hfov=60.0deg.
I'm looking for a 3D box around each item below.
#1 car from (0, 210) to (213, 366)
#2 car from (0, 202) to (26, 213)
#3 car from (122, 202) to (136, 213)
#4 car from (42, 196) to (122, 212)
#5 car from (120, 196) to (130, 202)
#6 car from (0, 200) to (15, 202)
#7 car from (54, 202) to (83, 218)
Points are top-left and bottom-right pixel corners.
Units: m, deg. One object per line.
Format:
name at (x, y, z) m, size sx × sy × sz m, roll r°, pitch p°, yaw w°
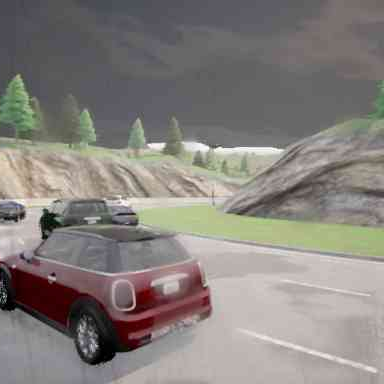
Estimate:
car at (-1.878, 1.391, 6.183) m, size 4.553 × 1.767 × 2.097 m, roll 0°, pitch -1°, yaw 42°
car at (-14.495, 1.727, 26.424) m, size 1.895 × 1.301 × 4.718 m, roll 0°, pitch 0°, yaw -17°
car at (-4.907, 1.627, 21.382) m, size 2.128 × 1.511 × 4.902 m, roll 0°, pitch 0°, yaw -29°
car at (-5.509, 1.311, 15.500) m, size 2.150 × 2.045 × 5.566 m, roll 0°, pitch 0°, yaw -35°
car at (-9.511, 1.494, 43.274) m, size 2.150 × 2.045 × 5.566 m, roll 0°, pitch 0°, yaw 4°
car at (-20.046, 1.649, 36.242) m, size 1.882 × 1.535 × 5.008 m, roll 0°, pitch 0°, yaw -6°
car at (-12.521, 1.754, 33.853) m, size 1.994 × 1.385 × 4.181 m, roll 0°, pitch 0°, yaw -9°
